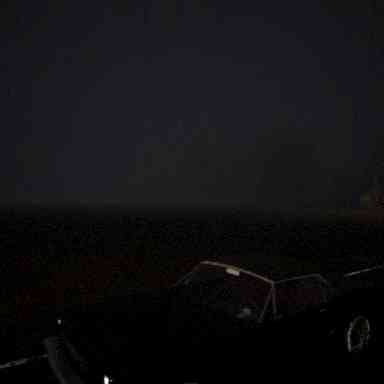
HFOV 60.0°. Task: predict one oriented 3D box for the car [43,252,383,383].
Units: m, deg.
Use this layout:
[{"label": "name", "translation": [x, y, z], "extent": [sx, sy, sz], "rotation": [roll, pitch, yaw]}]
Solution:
[{"label": "car", "translation": [0.647, 1.607, 4.462], "extent": [4.718, 1.301, 1.895], "rotation": [0, 0, -36]}]
